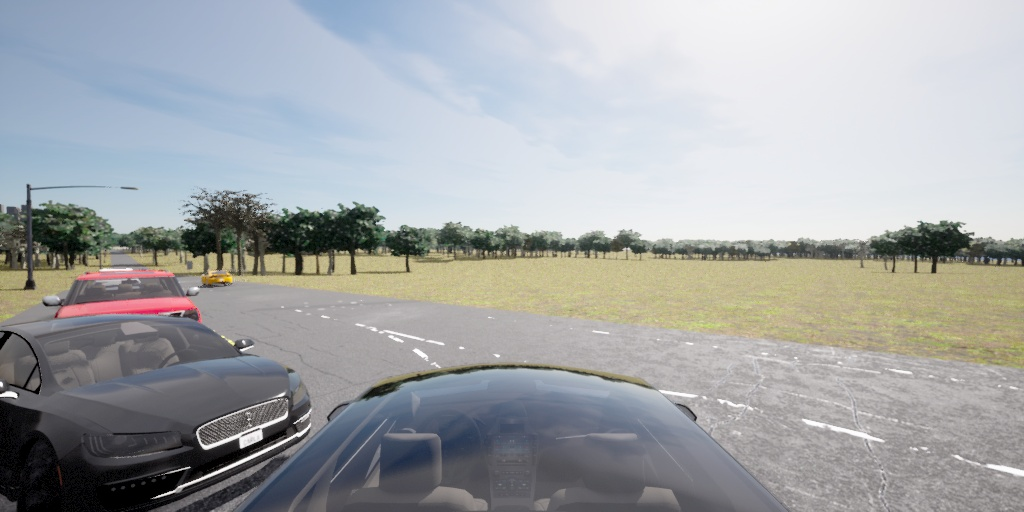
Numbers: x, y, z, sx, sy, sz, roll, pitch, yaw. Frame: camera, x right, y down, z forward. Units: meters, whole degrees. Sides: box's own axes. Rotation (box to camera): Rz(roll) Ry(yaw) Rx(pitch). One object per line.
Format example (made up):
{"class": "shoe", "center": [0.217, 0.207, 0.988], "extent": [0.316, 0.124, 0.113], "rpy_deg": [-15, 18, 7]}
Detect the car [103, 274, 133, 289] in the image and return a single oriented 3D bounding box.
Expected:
{"class": "car", "center": [-41.657, 2.656, 37.964], "extent": [1.895, 1.301, 4.718], "rpy_deg": [-1, 0, -45]}

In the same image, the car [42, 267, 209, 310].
{"class": "car", "center": [-9.341, 1.383, 8.740], "extent": [5.566, 2.045, 2.150], "rpy_deg": [-2, 0, 42]}

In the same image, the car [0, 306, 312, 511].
{"class": "car", "center": [-4.502, 1.444, 4.019], "extent": [4.892, 1.490, 1.837], "rpy_deg": [-3, -3, 22]}

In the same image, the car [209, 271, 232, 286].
{"class": "car", "center": [-30.459, 2.244, 36.960], "extent": [5.008, 1.535, 1.882], "rpy_deg": [-2, 0, 42]}
